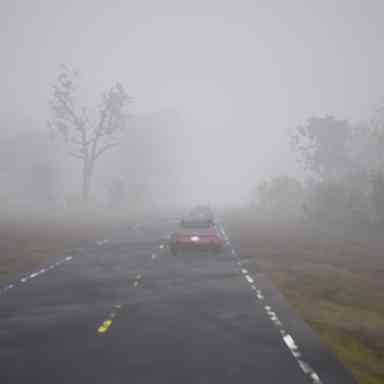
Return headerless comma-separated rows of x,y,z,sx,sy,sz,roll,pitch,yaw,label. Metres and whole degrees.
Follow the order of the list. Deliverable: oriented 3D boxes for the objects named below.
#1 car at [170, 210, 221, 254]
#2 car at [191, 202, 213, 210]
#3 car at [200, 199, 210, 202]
0.173,1.701,14.194,1.994,1.385,4.181,0,-1,2,car
0.869,1.846,29.141,1.994,1.385,4.181,0,-1,4,car
2.734,2.250,71.894,1.994,1.385,4.181,0,-1,9,car
